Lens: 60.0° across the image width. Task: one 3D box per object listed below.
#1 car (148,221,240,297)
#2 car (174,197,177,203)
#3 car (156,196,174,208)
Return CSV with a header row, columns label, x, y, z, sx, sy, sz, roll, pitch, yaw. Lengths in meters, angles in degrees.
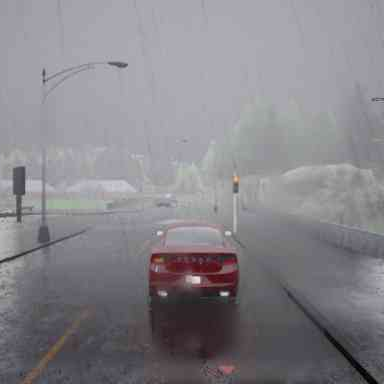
label,x,y,z,sx,sy,sz,roll,pitch,yaw
car,0.052,1.476,8.630,1.882,1.535,5.008,0,0,0
car,-4.081,1.554,66.889,1.994,1.385,4.181,0,0,0
car,-4.136,1.556,48.558,1.994,1.385,4.181,0,0,0
